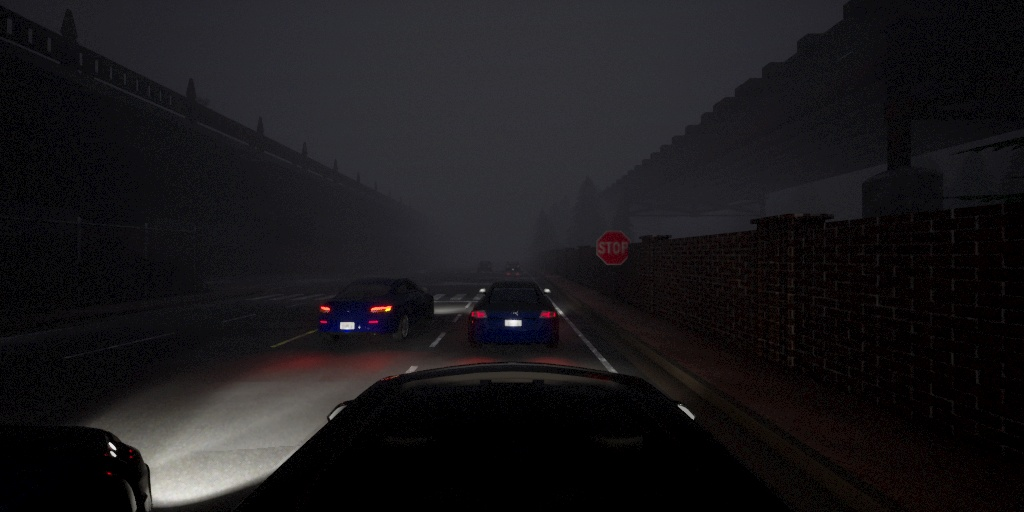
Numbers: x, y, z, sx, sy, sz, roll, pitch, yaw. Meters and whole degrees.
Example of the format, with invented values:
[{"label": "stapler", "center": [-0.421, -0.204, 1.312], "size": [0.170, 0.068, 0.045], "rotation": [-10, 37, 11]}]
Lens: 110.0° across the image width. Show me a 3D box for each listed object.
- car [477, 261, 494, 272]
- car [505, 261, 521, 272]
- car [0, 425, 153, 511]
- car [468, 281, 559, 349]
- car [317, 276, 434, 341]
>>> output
[{"label": "car", "center": [-3.401, 1.297, 45.854], "size": [2.033, 1.411, 5.357], "rotation": [0, 0, -1]}, {"label": "car", "center": [0.094, 1.351, 46.016], "size": [1.895, 1.301, 4.718], "rotation": [0, 0, -1]}, {"label": "car", "center": [-3.398, 1.314, 0.623], "size": [1.994, 1.385, 4.181], "rotation": [0, 0, 0]}, {"label": "car", "center": [0.069, 1.314, 9.197], "size": [1.994, 1.385, 4.181], "rotation": [0, 0, 1]}, {"label": "car", "center": [-3.413, 1.276, 9.719], "size": [1.812, 1.442, 4.674], "rotation": [0, 0, 0]}]
